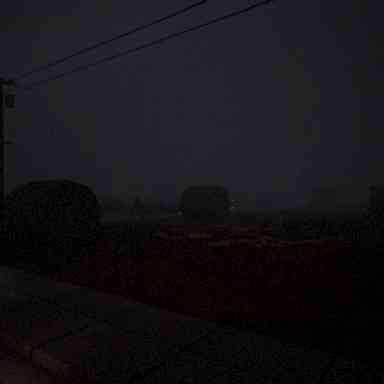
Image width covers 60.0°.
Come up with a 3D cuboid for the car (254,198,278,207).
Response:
[{"bbox_3d":[11.464,1.547,50.925,1.895,1.301,4.718,0,0,39],"label":"car"}]

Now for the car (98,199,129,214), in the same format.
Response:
[{"bbox_3d":[-8.322,1.446,31.890,1.837,1.490,4.892,0,0,38],"label":"car"}]

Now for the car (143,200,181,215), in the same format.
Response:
[{"bbox_3d":[-2.912,1.509,32.712,1.994,1.385,4.181,0,0,38],"label":"car"}]

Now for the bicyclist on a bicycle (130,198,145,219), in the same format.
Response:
[{"bbox_3d":[-4.114,1.249,25.152,1.656,1.620,0.582,0,0,38],"label":"bicyclist on a bicycle"}]

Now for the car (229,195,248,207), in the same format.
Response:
[{"bbox_3d":[6.588,1.294,50.586,2.097,1.767,4.553,0,0,39],"label":"car"}]
